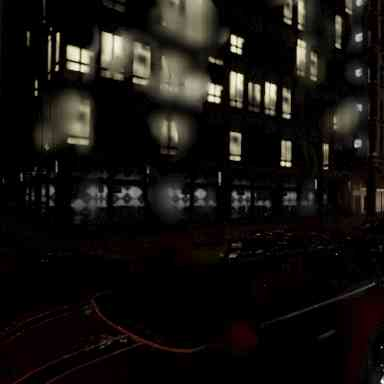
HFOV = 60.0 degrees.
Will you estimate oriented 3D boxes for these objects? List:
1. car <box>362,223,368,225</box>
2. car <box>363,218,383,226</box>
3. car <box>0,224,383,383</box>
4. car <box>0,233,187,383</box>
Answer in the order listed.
[{"bbox_3d":[2.070,1.560,8.011,4.403,1.369,2.008,0,1,-35],"label":"car"},{"bbox_3d":[6.612,1.563,11.244,4.507,1.381,1.887,0,1,-35],"label":"car"},{"bbox_3d":[0.204,1.355,3.521,4.553,1.767,2.097,0,0,-35],"label":"car"},{"bbox_3d":[-2.472,1.545,4.778,4.507,1.381,1.887,0,1,-35],"label":"car"}]
